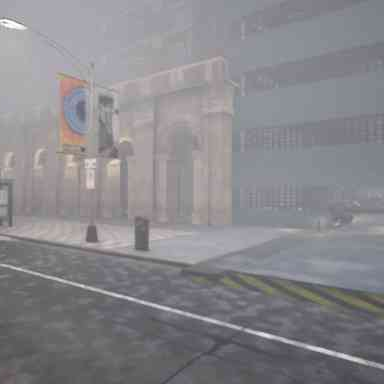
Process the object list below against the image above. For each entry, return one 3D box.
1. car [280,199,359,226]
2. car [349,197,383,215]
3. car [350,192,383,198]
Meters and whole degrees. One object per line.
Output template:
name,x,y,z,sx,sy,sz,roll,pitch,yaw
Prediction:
car,7.983,1.392,21.902,4.786,1.482,2.161,0,0,35
car,15.046,1.443,31.114,4.718,1.301,1.895,0,0,35
car,25.092,1.006,46.670,5.566,2.045,2.435,0,0,35
